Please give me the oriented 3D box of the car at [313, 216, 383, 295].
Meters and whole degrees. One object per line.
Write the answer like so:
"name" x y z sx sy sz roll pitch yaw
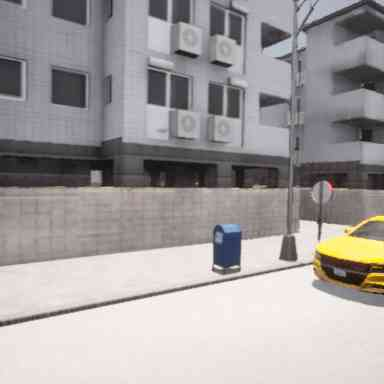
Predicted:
"car" 4.999 1.330 8.004 5.008 1.535 1.882 0 2 -34
